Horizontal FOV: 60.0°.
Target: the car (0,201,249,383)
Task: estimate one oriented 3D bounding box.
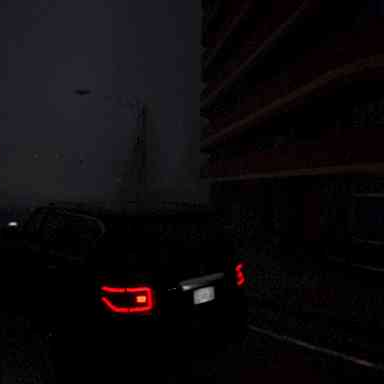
[{"bbox_3d":[-1.628,1.156,5.552,2.150,2.045,5.566,0,1,-41],"label":"car"}]
